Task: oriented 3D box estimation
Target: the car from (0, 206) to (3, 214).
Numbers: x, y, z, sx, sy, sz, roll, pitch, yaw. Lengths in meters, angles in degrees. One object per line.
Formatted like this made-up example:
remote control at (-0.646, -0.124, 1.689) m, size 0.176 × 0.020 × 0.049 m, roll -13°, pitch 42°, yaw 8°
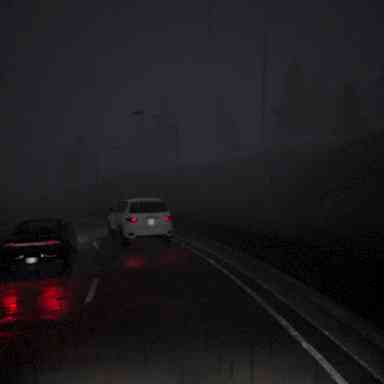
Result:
car at (-17.736, 2.118, 27.320) m, size 5.357 × 1.411 × 2.033 m, roll -2°, pitch 0°, yaw 43°

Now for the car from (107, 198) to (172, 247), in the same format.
car at (-2.647, 1.306, 15.980) m, size 2.150 × 2.045 × 5.566 m, roll -1°, pitch 0°, yaw -22°

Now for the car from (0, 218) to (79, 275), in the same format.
car at (-4.991, 1.652, 11.329) m, size 2.128 × 1.511 × 4.902 m, roll -1°, pitch 0°, yaw -16°

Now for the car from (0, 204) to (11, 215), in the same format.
car at (-25.107, 2.333, 42.930) m, size 4.674 × 1.442 × 1.812 m, roll -2°, pitch 0°, yaw 37°
